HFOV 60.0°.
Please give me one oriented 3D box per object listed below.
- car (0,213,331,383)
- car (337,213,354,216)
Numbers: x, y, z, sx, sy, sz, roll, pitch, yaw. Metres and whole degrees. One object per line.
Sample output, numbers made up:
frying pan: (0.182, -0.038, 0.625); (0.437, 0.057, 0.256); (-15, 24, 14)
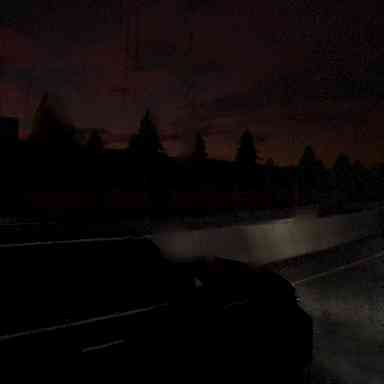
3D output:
car: (-1.289, 1.222, 2.960); (5.566, 2.045, 2.150); (0, 0, -37)
car: (9.940, 1.472, 22.913); (1.837, 1.490, 4.892); (0, 0, 43)
